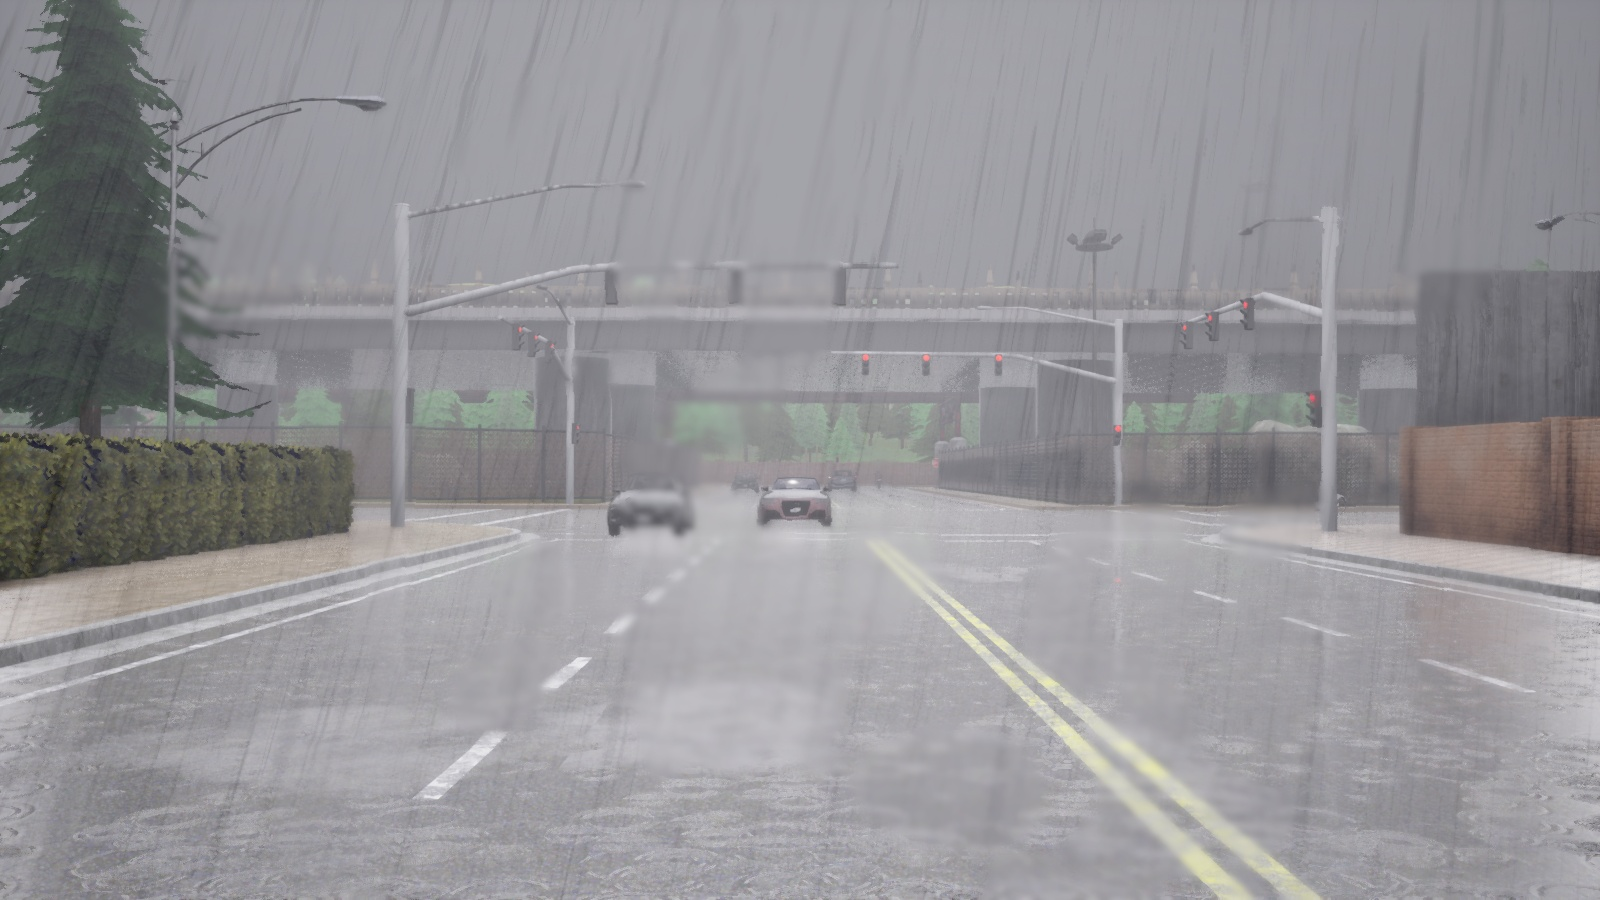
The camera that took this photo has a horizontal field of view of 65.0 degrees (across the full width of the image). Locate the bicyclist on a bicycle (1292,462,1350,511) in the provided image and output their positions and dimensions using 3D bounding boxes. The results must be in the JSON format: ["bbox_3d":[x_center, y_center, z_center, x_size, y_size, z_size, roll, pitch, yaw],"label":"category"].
[{"bbox_3d":[18.956,1.319,45.688,1.843,1.776,0.659,0,-1,0],"label":"bicyclist on a bicycle"}]

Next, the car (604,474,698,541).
[{"bbox_3d":[-3.577,1.349,30.763,1.816,1.474,4.193,0,-1,0],"label":"car"}]

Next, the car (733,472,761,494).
[{"bbox_3d":[-3.722,2.337,89.164,1.816,1.474,4.193,0,-1,0],"label":"car"}]

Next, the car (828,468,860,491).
[{"bbox_3d":[3.264,2.229,94.576,2.242,1.667,4.611,0,-1,0],"label":"car"}]

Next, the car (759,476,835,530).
[{"bbox_3d":[-0.088,1.445,35.192,1.994,1.385,4.181,0,-1,0],"label":"car"}]
